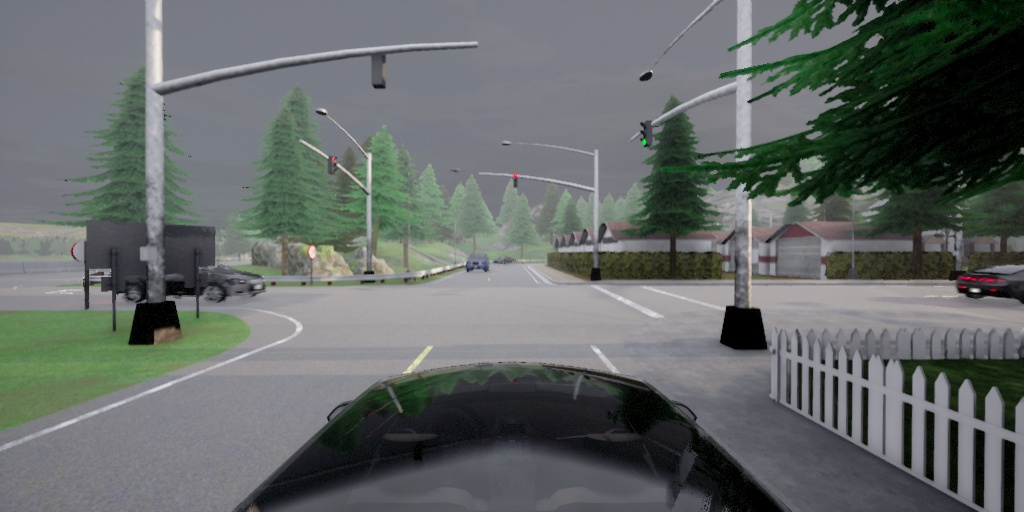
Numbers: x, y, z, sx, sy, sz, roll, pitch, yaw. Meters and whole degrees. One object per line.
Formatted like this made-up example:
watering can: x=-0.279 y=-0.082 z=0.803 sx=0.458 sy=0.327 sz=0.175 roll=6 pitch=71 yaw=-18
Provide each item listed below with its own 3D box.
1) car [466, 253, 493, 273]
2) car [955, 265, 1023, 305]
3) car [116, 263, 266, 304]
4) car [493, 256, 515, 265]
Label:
car: x=-3.604 y=0.663 z=38.468 sx=2.150 sy=2.045 sz=5.566 roll=0 pitch=1 yaw=1
car: x=20.296 y=1.103 z=13.855 sx=4.892 sy=1.490 sz=1.837 roll=1 pitch=2 yaw=0
car: x=-12.086 y=0.894 z=13.586 sx=4.902 sy=1.511 sz=2.128 roll=0 pitch=0 yaw=0
car: x=-1.383 y=0.747 z=61.512 sx=1.837 sy=1.490 sz=4.892 roll=0 pitch=0 yaw=36
